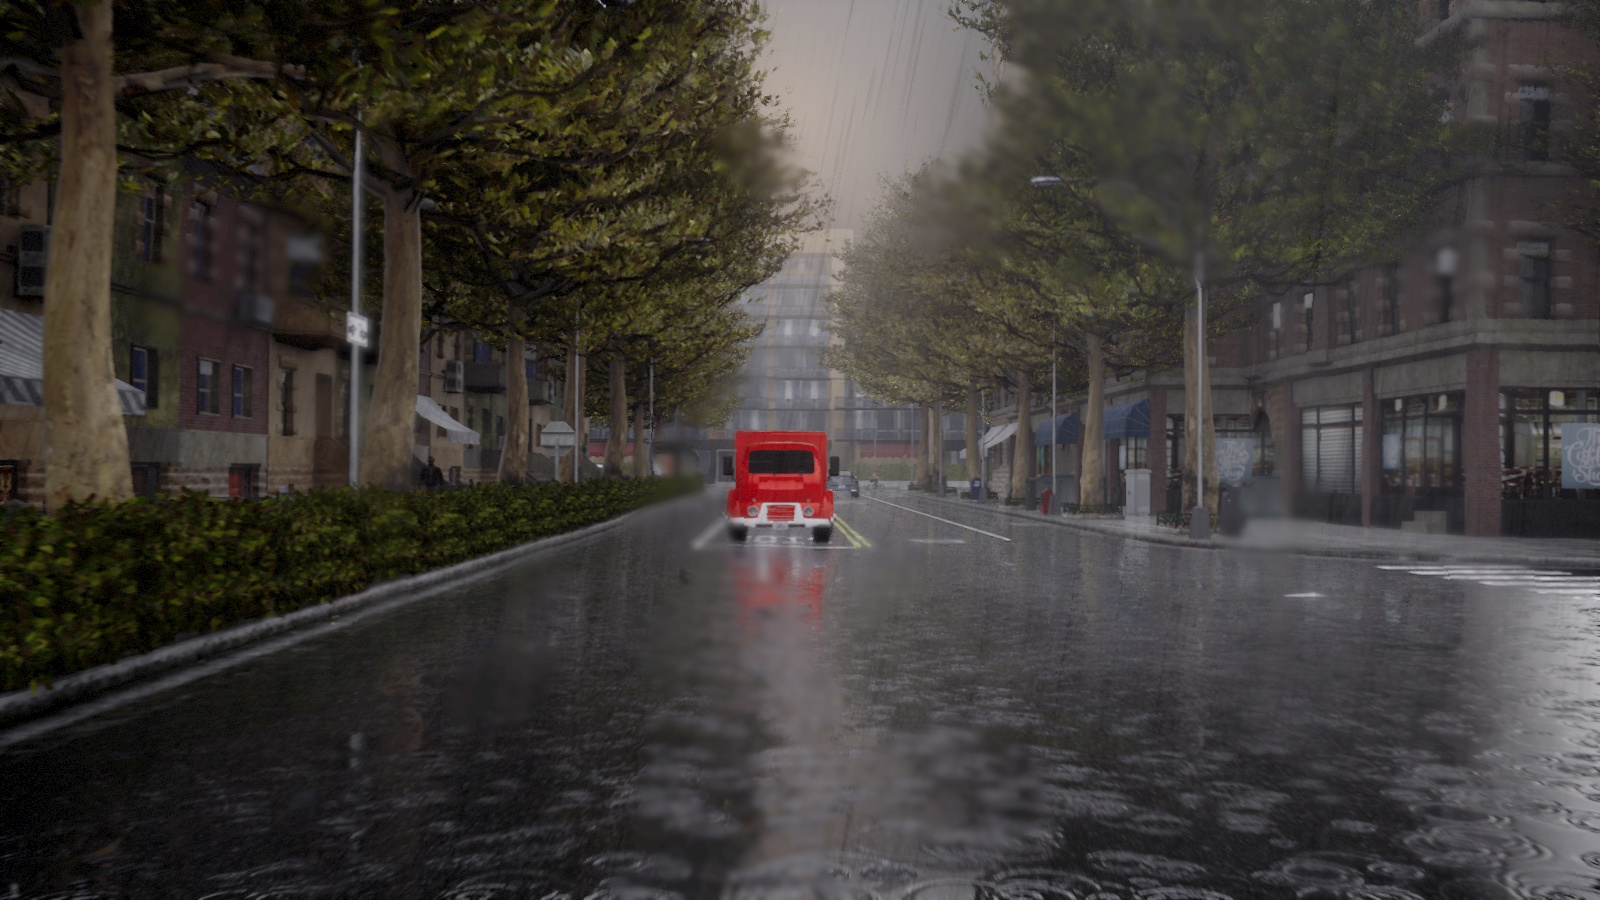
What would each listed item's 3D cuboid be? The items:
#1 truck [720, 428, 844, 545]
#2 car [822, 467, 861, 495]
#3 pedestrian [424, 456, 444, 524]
[{"bbox_3d":[-0.414,0.818,29.181,2.627,2.467,5.204,0,-1,-1],"label":"truck"},{"bbox_3d":[2.461,1.851,75.684,2.152,1.651,5.027,0,-1,-1],"label":"car"},{"bbox_3d":[-9.976,1.083,34.215,0.376,1.854,0.720,0,-1,-3],"label":"pedestrian"}]
